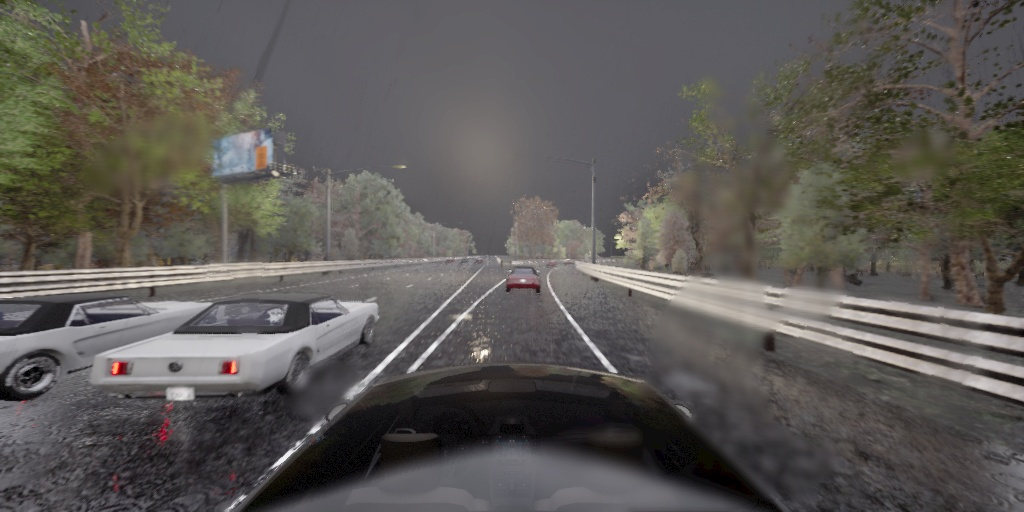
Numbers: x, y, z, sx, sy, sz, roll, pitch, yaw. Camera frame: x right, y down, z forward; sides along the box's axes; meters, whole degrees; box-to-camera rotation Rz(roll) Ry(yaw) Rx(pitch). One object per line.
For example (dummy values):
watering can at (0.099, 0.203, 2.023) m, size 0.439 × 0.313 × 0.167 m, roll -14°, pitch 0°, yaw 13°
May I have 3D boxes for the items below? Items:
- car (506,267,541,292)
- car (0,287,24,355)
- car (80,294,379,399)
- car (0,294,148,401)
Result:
car at (0.722, 1.318, 21.519) m, size 1.994 × 1.385 × 4.181 m, roll 0°, pitch 0°, yaw 3°
car at (-10.929, 1.285, 5.011) m, size 1.895 × 1.301 × 4.718 m, roll 0°, pitch 0°, yaw -3°
car at (-3.988, 1.327, 6.425) m, size 1.895 × 1.301 × 4.718 m, roll 0°, pitch 0°, yaw -3°
car at (-7.482, 1.306, 6.217) m, size 1.895 × 1.301 × 4.718 m, roll 0°, pitch 0°, yaw -3°
